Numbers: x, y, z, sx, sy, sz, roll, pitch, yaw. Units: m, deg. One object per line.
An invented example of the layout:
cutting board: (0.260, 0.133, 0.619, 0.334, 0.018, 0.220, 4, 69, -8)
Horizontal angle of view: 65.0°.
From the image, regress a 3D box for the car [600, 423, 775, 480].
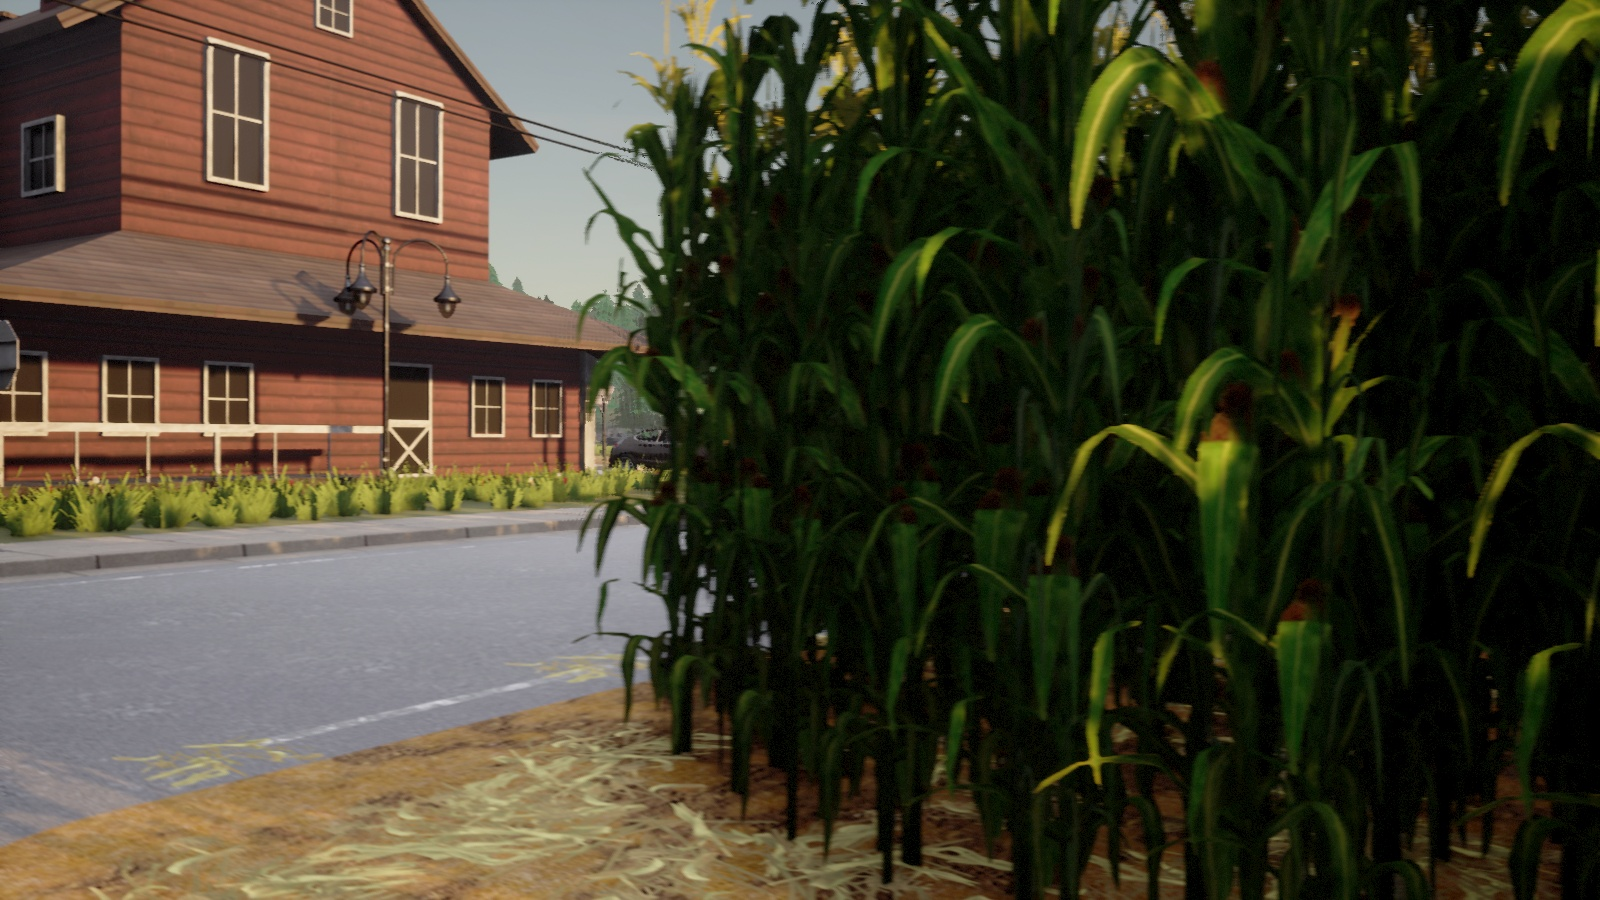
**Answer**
car: (-3.471, 0.034, 38.278, 5.027, 1.651, 2.152, 0, 1, 33)
